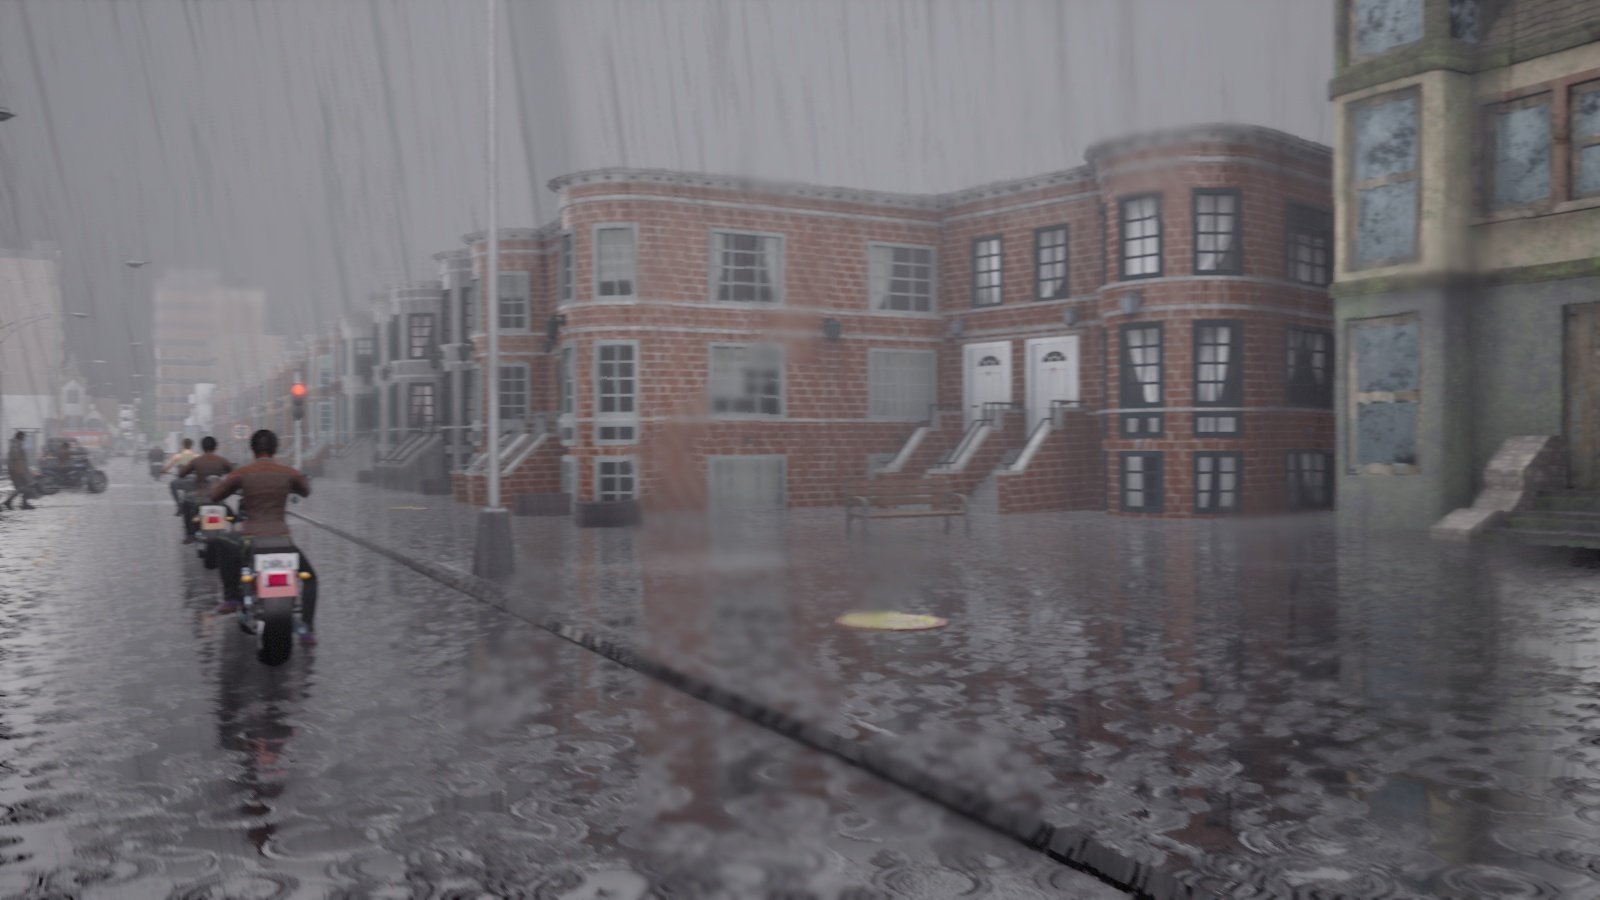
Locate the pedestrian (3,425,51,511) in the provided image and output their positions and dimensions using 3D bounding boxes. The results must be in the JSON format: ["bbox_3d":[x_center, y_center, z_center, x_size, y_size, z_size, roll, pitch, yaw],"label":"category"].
[{"bbox_3d":[-17.827,0.400,28.958,0.873,1.952,0.659,0,0,-39],"label":"pedestrian"}]

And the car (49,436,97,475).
[{"bbox_3d":[-35.914,0.265,62.093,1.905,1.878,3.866,0,0,-28],"label":"car"}]

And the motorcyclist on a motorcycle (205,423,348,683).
[{"bbox_3d":[-3.874,0.651,9.174,0.766,1.649,2.350,0,0,-27],"label":"motorcyclist on a motorcycle"}]

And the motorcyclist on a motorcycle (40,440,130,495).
[{"bbox_3d":[-21.916,0.523,38.546,0.766,1.649,2.350,-1,0,26],"label":"motorcyclist on a motorcycle"}]

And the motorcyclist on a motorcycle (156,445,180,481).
[{"bbox_3d":[-26.815,0.534,53.267,0.866,1.530,2.191,0,0,-28],"label":"motorcyclist on a motorcycle"}]

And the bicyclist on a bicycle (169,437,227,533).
[{"bbox_3d":[-10.491,0.579,21.847,0.866,1.612,1.509,0,0,-27],"label":"bicyclist on a bicycle"}]

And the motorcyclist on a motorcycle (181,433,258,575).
[{"bbox_3d":[-7.314,0.621,15.764,0.766,1.649,2.350,0,0,-28],"label":"motorcyclist on a motorcycle"}]
